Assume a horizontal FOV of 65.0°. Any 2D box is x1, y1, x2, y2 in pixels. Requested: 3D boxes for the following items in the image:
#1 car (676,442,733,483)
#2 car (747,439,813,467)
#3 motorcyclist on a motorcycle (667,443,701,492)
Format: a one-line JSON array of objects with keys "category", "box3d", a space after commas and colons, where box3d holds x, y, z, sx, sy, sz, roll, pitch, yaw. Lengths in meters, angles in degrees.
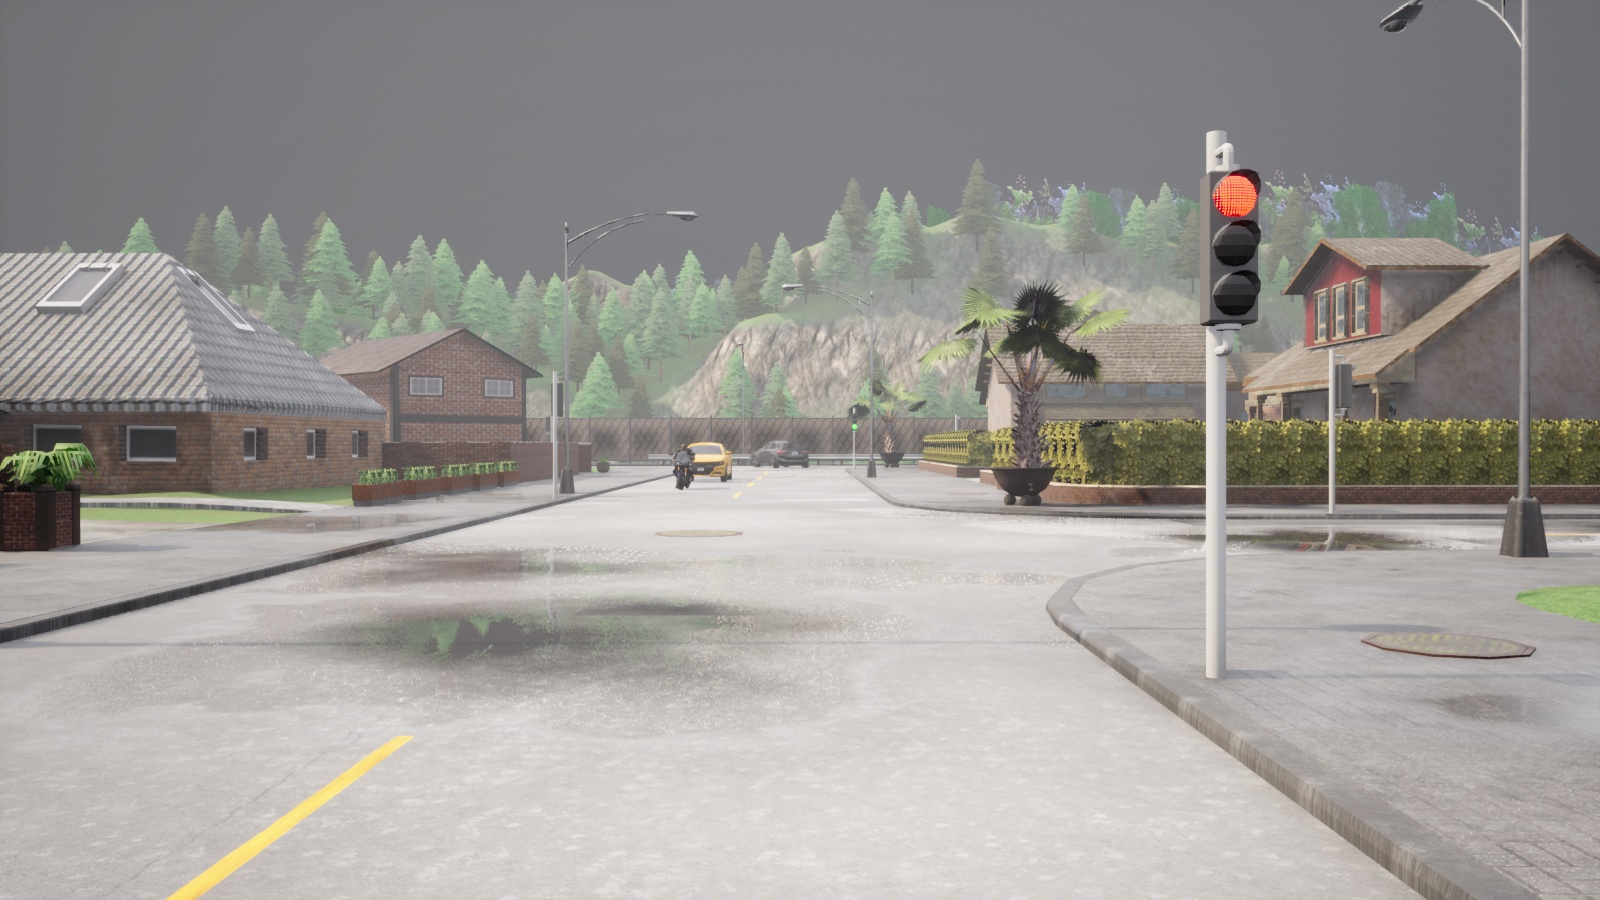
[{"category": "car", "box3d": [-3.719, 0.441, 49.599, 1.882, 1.535, 5.008, 0, 0, 0]}, {"category": "car", "box3d": [-1.254, 0.164, 75.424, 2.242, 1.667, 4.611, 0, 0, -25]}, {"category": "motorcyclist on a motorcycle", "box3d": [-3.750, 0.549, 40.694, 0.866, 1.530, 2.191, 0, 0, 1]}]
